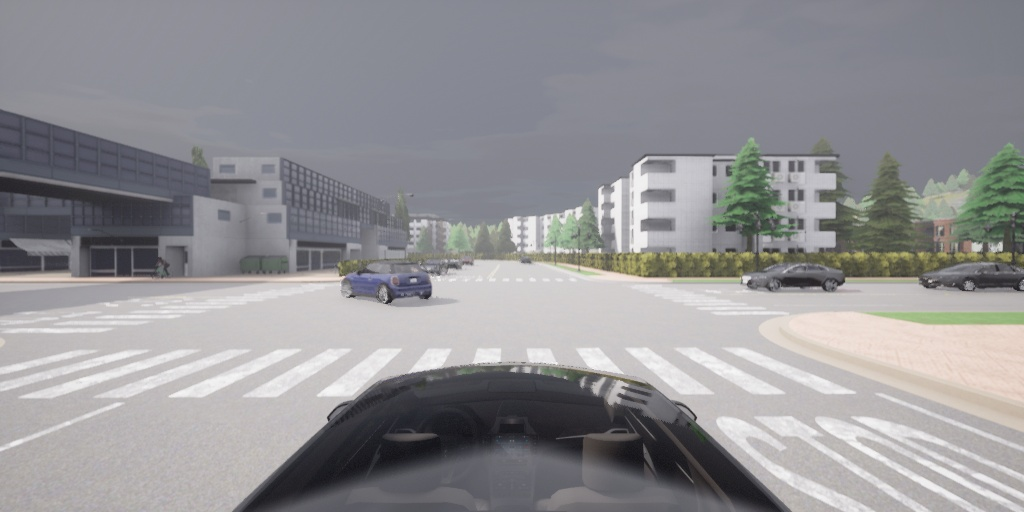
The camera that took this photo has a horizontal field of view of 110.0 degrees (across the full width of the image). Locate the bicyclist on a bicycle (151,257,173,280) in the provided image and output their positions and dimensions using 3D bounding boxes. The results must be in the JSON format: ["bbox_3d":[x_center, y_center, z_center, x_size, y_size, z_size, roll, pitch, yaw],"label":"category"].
[{"bbox_3d":[-25.426,0.890,26.065,0.582,1.620,1.656,0,1,0],"label":"bicyclist on a bicycle"}]

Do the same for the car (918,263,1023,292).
[{"bbox_3d":[24.958,1.120,19.327,4.892,1.490,1.837,0,0,0],"label":"car"}]

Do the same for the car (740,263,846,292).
[{"bbox_3d":[14.967,1.107,19.263,4.902,1.511,2.128,0,0,0],"label":"car"}]

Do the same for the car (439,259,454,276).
[{"bbox_3d":[-7.315,1.025,34.022,2.128,1.511,4.902,0,0,1],"label":"car"}]

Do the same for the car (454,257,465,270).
[{"bbox_3d":[-7.366,1.062,44.675,1.895,1.301,4.718,0,0,0],"label":"car"}]

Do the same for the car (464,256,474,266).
[{"bbox_3d":[-7.482,0.714,59.355,2.097,1.767,4.553,0,1,0],"label":"car"}]

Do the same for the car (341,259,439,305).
[{"bbox_3d":[-5.607,1.007,15.775,4.553,1.767,2.097,0,1,40],"label":"car"}]
